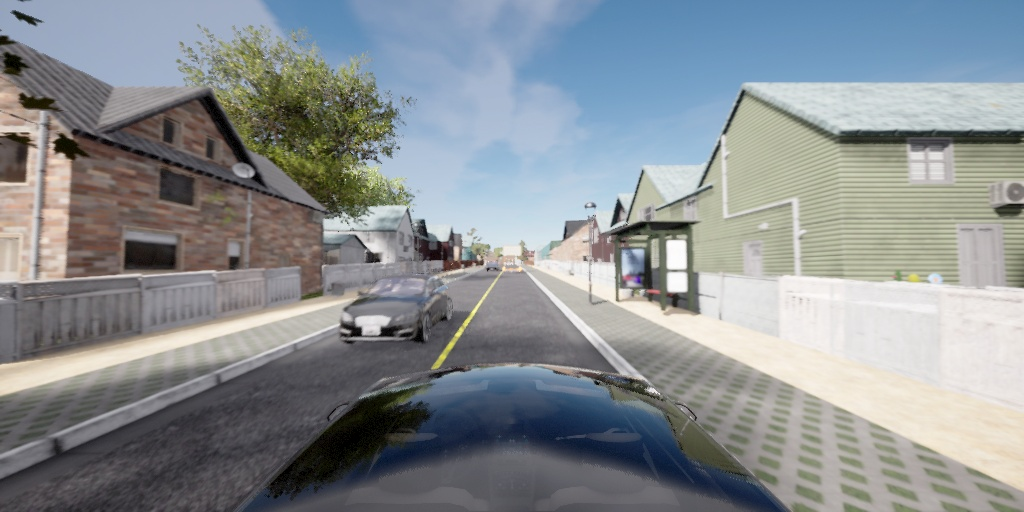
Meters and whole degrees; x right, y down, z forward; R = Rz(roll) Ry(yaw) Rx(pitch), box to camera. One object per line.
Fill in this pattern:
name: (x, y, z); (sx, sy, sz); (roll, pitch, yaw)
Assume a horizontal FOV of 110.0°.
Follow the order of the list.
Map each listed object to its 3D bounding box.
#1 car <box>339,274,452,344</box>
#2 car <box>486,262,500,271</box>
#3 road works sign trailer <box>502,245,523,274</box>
car: (-2.848, 1.255, 9.715); (2.128, 1.511, 4.902); (0, 0, 0)
car: (-2.806, 1.526, 52.919); (2.033, 1.411, 5.357); (0, 0, 1)
road works sign trailer: (-0.004, 0.381, 44.562); (2.380, 3.560, 2.880); (0, 0, 1)
